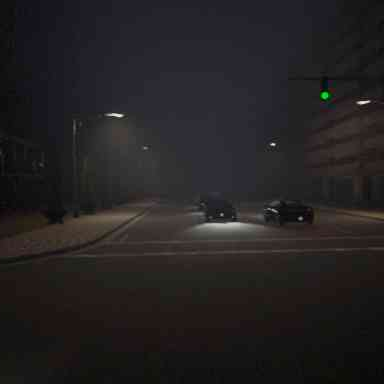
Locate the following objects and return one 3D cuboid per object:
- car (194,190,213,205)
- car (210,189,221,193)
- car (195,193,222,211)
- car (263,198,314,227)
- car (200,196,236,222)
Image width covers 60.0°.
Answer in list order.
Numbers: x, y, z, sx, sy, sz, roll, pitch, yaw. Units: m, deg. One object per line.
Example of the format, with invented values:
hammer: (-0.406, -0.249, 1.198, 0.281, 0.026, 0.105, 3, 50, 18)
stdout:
car: (1.294, 0.924, 43.142, 1.882, 1.535, 5.008, -1, 1, -2)
car: (4.280, 0.383, 62.848, 2.150, 2.045, 5.566, -1, 0, -2)
car: (1.546, 1.089, 32.833, 1.812, 1.442, 4.674, -1, 1, -1)
car: (5.611, 1.138, 19.865, 2.128, 1.511, 4.902, -1, 1, -2)
car: (1.830, 1.238, 23.007, 1.994, 1.385, 4.181, -1, 1, -2)
